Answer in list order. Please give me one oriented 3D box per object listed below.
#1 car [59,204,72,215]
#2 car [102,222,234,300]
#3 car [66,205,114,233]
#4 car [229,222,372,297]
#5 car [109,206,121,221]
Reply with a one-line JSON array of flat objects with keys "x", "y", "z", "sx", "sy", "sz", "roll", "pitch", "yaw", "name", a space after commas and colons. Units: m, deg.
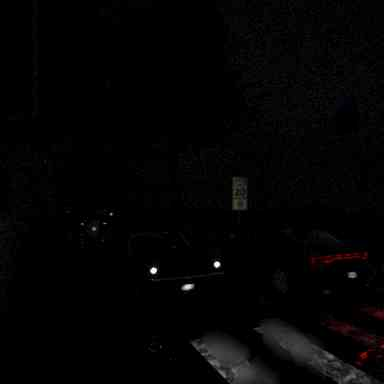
[{"x": -15.894, "y": 2.232, "z": 42.387, "sx": 1.994, "sy": 1.385, "sz": 4.181, "roll": 0, "pitch": -1, "yaw": -24, "name": "car"}, {"x": -0.980, "y": 1.687, "z": 8.928, "sx": 1.895, "sy": 1.301, "sz": 4.718, "roll": 0, "pitch": -1, "yaw": -24, "name": "car"}, {"x": -6.907, "y": 1.841, "z": 22.133, "sx": 2.033, "sy": 1.411, "sz": 5.357, "roll": 0, "pitch": -1, "yaw": -25, "name": "car"}, {"x": 2.231, "y": 1.556, "z": 8.990, "sx": 1.882, "sy": 1.535, "sz": 5.008, "roll": 0, "pitch": -1, "yaw": -24, "name": "car"}, {"x": -8.221, "y": 2.028, "z": 32.267, "sx": 1.994, "sy": 1.385, "sz": 4.181, "roll": 0, "pitch": -1, "yaw": -24, "name": "car"}]
